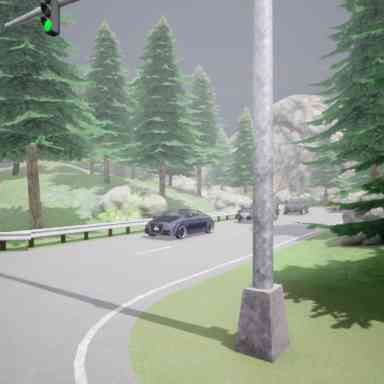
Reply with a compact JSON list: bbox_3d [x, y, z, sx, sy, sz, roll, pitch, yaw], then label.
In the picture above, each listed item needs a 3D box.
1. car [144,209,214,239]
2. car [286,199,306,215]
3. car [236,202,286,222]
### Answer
[{"bbox_3d":[-0.556,1.579,17.460,1.994,1.385,4.181,0,0,35],"label":"car"},{"bbox_3d":[10.773,1.520,34.136,1.837,1.490,4.892,0,0,28],"label":"car"},{"bbox_3d":[5.138,1.507,25.613,2.128,1.511,4.902,0,0,35],"label":"car"}]
